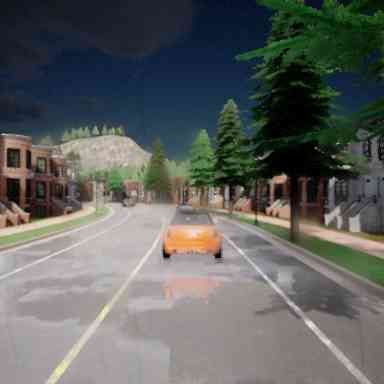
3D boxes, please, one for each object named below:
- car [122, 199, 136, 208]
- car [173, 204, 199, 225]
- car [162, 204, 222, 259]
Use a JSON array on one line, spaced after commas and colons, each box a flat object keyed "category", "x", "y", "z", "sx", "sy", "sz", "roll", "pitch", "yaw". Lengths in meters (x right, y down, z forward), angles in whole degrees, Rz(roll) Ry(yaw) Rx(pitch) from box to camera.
[{"category": "car", "x": -12.042, "y": 2.062, "z": 63.440, "sx": 2.097, "sy": 1.767, "sz": 4.553, "roll": 0, "pitch": -1, "yaw": -19}, {"category": "car", "x": -0.599, "y": 1.827, "z": 28.550, "sx": 1.837, "sy": 1.490, "sz": 4.892, "roll": 0, "pitch": 0, "yaw": -5}, {"category": "car", "x": 0.003, "y": 1.502, "z": 13.364, "sx": 2.097, "sy": 1.767, "sz": 4.553, "roll": 0, "pitch": -1, "yaw": 0}]
